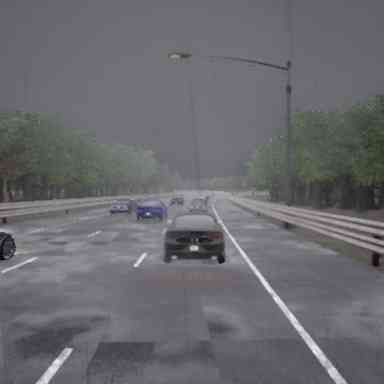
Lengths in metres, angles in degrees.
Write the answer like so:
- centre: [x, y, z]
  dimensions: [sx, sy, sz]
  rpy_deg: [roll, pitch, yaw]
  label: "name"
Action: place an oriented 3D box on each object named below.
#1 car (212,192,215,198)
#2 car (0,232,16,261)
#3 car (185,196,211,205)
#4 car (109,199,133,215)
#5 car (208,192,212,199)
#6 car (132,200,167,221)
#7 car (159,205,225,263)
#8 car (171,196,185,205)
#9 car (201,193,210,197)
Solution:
- centre: [4.393, 0.950, 91.244]
  dimensions: [2.097, 1.767, 4.553]
  rpy_deg: [0, 0, 5]
  label: "car"
- centre: [-6.831, 1.507, 9.347]
  dimensions: [1.994, 1.385, 4.181]
  rpy_deg: [0, 0, 1]
  label: "car"
- centre: [0.648, 1.441, 33.868]
  dimensions: [2.033, 1.411, 5.357]
  rpy_deg: [0, 0, 2]
  label: "car"
- centre: [-6.377, 1.415, 31.729]
  dimensions: [2.033, 1.411, 5.357]
  rpy_deg: [0, 0, 2]
  label: "car"
- centre: [2.736, 1.202, 71.532]
  dimensions: [1.882, 1.535, 5.008]
  rpy_deg: [0, 0, 4]
  label: "car"
- centre: [-3.024, 1.383, 26.007]
  dimensions: [1.882, 1.535, 5.008]
  rpy_deg: [0, 0, 2]
  label: "car"
- centre: [0.098, 1.445, 11.957]
  dimensions: [1.882, 1.535, 5.008]
  rpy_deg: [0, 0, 1]
  label: "car"
- centre: [-2.074, 1.317, 49.620]
  dimensions: [1.837, 1.490, 4.892]
  rpy_deg: [0, 1, 3]
  label: "car"
- centre: [1.461, 1.347, 51.644]
  dimensions: [1.812, 1.442, 4.674]
  rpy_deg: [0, 0, 3]
  label: "car"
